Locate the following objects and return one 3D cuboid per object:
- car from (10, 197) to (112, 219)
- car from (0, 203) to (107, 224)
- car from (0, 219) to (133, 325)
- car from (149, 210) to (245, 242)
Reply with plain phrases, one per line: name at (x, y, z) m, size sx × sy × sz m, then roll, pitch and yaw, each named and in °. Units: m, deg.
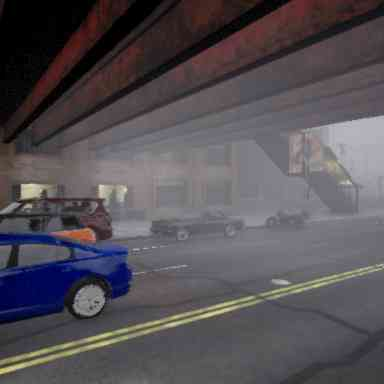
car at (-5.693, 1.228, 12.153) m, size 5.566 × 2.045 × 2.435 m, roll 0°, pitch 0°, yaw -36°
car at (-4.954, 1.351, 9.041) m, size 4.553 × 1.767 × 2.097 m, roll 0°, pitch 0°, yaw -35°
car at (-3.509, 1.477, 5.777) m, size 5.008 × 1.535 × 1.882 m, roll 0°, pitch 0°, yaw -35°
car at (0.303, 1.592, 16.484) m, size 4.718 × 1.301 × 1.895 m, roll 0°, pitch 0°, yaw -36°
